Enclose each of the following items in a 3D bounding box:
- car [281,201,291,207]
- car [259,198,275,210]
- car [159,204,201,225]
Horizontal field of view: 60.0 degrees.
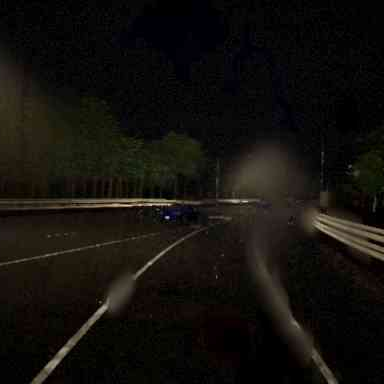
[{"bbox_3d":[23.150,2.881,81.983,1.882,1.535,5.008,2,-1,23],"label":"car"},{"bbox_3d":[13.197,2.082,58.368,2.150,2.045,5.566,2,-1,23],"label":"car"},{"bbox_3d":[-0.819,1.646,25.170,1.812,1.442,4.674,2,-1,23],"label":"car"}]
